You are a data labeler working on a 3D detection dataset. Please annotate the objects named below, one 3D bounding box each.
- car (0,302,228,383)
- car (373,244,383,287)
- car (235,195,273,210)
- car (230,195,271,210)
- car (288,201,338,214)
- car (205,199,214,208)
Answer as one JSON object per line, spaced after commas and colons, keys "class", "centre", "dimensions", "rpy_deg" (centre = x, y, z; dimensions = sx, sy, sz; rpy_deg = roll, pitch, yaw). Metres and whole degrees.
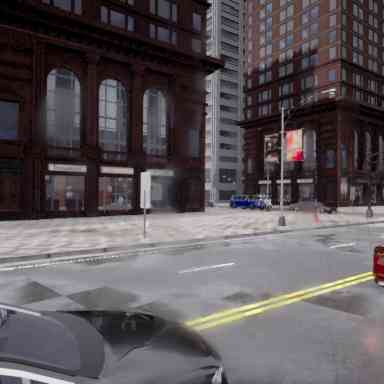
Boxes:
{"class": "car", "centre": [-1.901, 1.492, 2.088], "dimensions": [4.902, 1.511, 2.128], "rpy_deg": [0, 0, -35]}
{"class": "car", "centre": [6.271, 1.489, 7.905], "dimensions": [5.008, 1.535, 1.882], "rpy_deg": [0, 0, -35]}
{"class": "car", "centre": [9.025, 1.493, 48.815], "dimensions": [2.150, 2.045, 5.566], "rpy_deg": [1, -1, -35]}
{"class": "car", "centre": [7.524, 1.446, 45.407], "dimensions": [2.150, 2.045, 5.566], "rpy_deg": [1, -1, -35]}
{"class": "car", "centre": [13.402, 1.725, 37.129], "dimensions": [2.033, 1.411, 5.357], "rpy_deg": [1, -1, -35]}
{"class": "car", "centre": [1.706, 1.834, 53.600], "dimensions": [1.994, 1.385, 4.181], "rpy_deg": [1, -1, -35]}
